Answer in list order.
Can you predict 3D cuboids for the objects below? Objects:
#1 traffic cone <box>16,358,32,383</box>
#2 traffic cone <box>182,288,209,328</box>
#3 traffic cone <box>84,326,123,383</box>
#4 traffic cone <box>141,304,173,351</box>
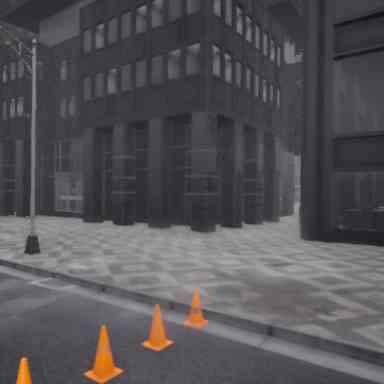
[{"bbox_3d":[-1.688,1.964,3.337,0.340,0.580,0.340,0,0,36],"label":"traffic cone"},{"bbox_3d":[0.062,1.974,5.775,0.340,0.580,0.340,0,0,36],"label":"traffic cone"},{"bbox_3d":[-1.105,1.968,4.149,0.340,0.580,0.340,0,0,36],"label":"traffic cone"},{"bbox_3d":[-0.522,1.971,4.961,0.340,0.580,0.340,0,0,36],"label":"traffic cone"}]
